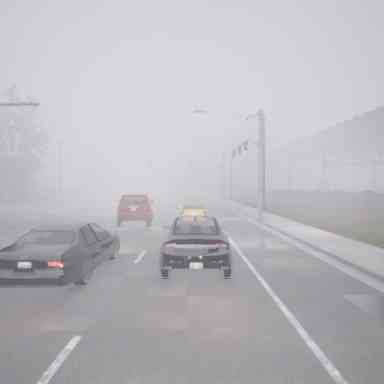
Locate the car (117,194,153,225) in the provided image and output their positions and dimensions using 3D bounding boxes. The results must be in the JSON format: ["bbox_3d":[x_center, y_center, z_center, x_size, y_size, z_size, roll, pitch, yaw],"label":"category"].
[{"bbox_3d":[-3.856,1.109,22.578,2.150,2.045,5.566,0,1,-8],"label":"car"}]

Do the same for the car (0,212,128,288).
[{"bbox_3d":[-3.399,1.519,9.256,2.033,1.411,5.357,0,0,0],"label":"car"}]

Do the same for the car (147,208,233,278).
[{"bbox_3d":[0.099,1.465,10.037,2.128,1.511,4.902,0,0,0],"label":"car"}]

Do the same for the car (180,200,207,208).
[{"bbox_3d":[0.099,1.333,23.482,1.801,1.575,5.366,0,1,0],"label":"car"}]
